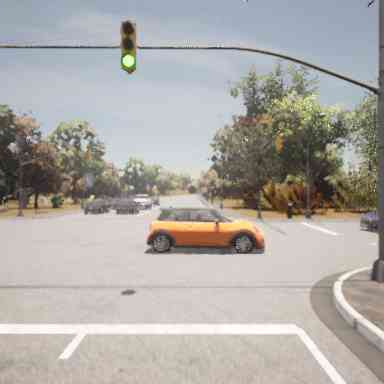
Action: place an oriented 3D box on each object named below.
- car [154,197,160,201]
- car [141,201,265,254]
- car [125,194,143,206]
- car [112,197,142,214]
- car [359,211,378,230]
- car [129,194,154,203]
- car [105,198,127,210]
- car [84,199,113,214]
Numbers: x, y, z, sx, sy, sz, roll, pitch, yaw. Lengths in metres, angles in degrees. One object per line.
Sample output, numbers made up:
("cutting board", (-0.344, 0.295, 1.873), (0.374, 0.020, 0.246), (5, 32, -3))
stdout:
("car", (-7.018, 1.674, 61.420), (2.128, 1.511, 4.902), (0, 0, 0))
("car", (0.534, 1.390, 13.177), (4.553, 1.767, 2.097), (0, 0, 3))
("car", (-10.515, 1.401, 60.713), (2.150, 2.045, 5.566), (0, 0, 1))
("car", (-7.098, 1.614, 36.983), (1.837, 1.490, 4.892), (0, 0, 0))
("car", (12.407, 1.411, 19.588), (4.553, 1.767, 2.097), (0, 0, 3))
("car", (-7.084, 1.360, 46.823), (2.150, 2.045, 5.566), (0, 0, 1))
("car", (-10.588, 1.643, 46.654), (1.837, 1.490, 4.892), (0, 0, 0))
("car", (-10.598, 1.615, 37.246), (1.837, 1.490, 4.892), (0, 0, 0))
